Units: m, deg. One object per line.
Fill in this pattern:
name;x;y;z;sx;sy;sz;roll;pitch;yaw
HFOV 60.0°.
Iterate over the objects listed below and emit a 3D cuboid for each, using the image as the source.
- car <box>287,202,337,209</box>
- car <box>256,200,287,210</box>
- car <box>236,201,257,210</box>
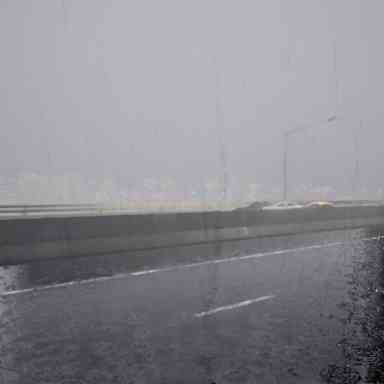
car;10.803;1.625;28.551;5.008;1.535;1.882;0;0;-35
car;8.619;1.654;31.298;4.674;1.442;1.812;1;0;-35
car;6.671;1.644;34.205;4.892;1.490;1.837;1;0;-35
